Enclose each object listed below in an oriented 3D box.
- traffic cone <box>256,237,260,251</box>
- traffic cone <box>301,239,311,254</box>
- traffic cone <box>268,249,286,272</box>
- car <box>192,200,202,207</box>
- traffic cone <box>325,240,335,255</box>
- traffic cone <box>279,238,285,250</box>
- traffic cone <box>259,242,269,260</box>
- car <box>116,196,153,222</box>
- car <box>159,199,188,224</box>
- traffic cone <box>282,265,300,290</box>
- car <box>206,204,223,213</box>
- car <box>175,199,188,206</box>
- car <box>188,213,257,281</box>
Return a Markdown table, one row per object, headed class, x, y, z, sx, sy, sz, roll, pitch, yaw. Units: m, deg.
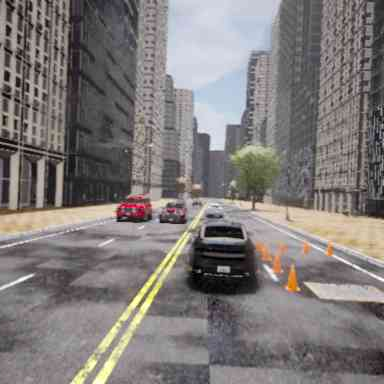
| class | x | y | z | sx | sy | sz | roll | pitch | yaw |
| --- | --- | --- | --- | --- | --- | --- | --- | --- | --- |
| traffic cone | 2.914 | 2.248 | 14.467 | 0.340 | 0.580 | 0.340 | 2 | -1 | 3 |
| traffic cone | 4.909 | 2.330 | 14.347 | 0.340 | 0.580 | 0.340 | 2 | -1 | 3 |
| traffic cone | 2.676 | 2.191 | 10.474 | 0.340 | 0.580 | 0.340 | 2 | -1 | 3 |
| car | 1.071 | 2.340 | 69.138 | 1.994 | 1.385 | 4.181 | 2 | -1 | 3 |
| traffic cone | 5.906 | 2.371 | 14.286 | 0.340 | 0.580 | 0.340 | 2 | -1 | 3 |
| traffic cone | 3.911 | 2.289 | 14.406 | 0.340 | 0.580 | 0.340 | 2 | -1 | 3 |
| traffic cone | 2.795 | 2.220 | 12.471 | 0.340 | 0.580 | 0.340 | 2 | -1 | 3 |
| car | -4.718 | 1.355 | 28.128 | 2.150 | 2.045 | 5.566 | 2 | -1 | 3 |
| car | -1.475 | 1.620 | 28.021 | 2.097 | 1.767 | 4.553 | 2 | -1 | 3 |
| traffic cone | 2.557 | 2.163 | 8.478 | 0.340 | 0.580 | 0.340 | 2 | -1 | 3 |
| car | 2.588 | 2.085 | 38.371 | 1.812 | 1.442 | 4.674 | 2 | -1 | 3 |
| car | -2.170 | 2.195 | 69.334 | 2.033 | 1.411 | 5.357 | 2 | -1 | 3 |
| car | 0.930 | 1.670 | 10.585 | 1.837 | 1.490 | 4.892 | 2 | 0 | 3 |
